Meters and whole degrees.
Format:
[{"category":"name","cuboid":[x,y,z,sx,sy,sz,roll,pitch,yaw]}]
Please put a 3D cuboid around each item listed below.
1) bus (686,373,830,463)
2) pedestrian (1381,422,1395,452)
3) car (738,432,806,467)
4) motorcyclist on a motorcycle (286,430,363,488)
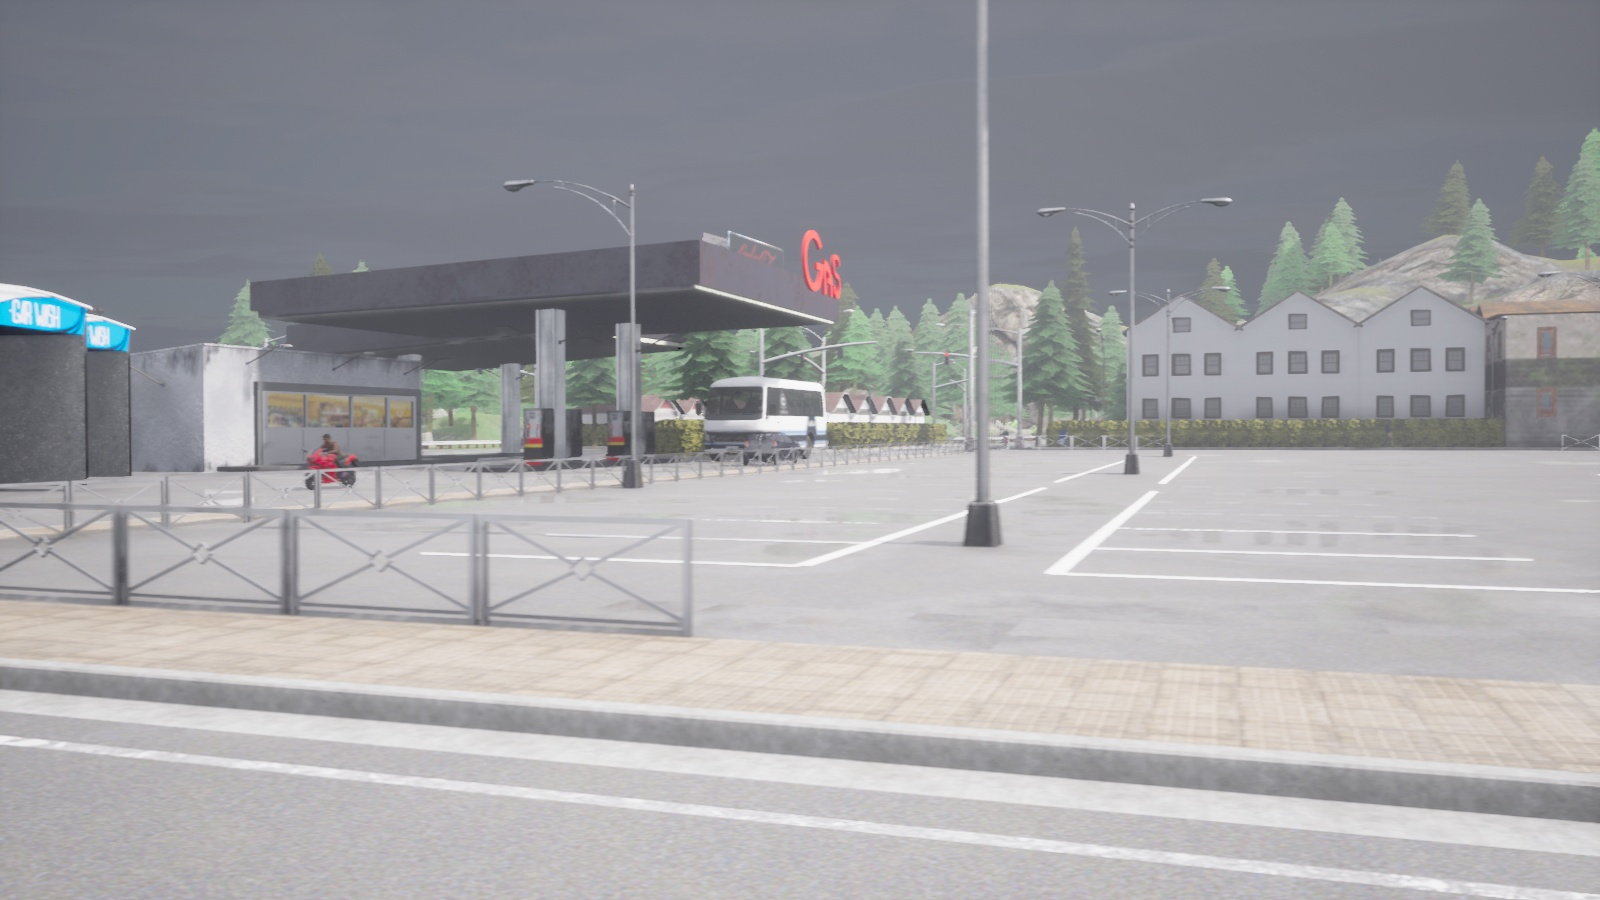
[{"category":"bus","cuboid":[-1.912,-1.594,64.716,3.944,4.253,10.273,1,1,19]},{"category":"pedestrian","cuboid":[35.602,-0.791,75.990,0.726,1.842,0.402,1,1,20]},{"category":"car","cuboid":[-1.217,-0.065,56.232,1.845,1.501,3.633,1,1,19]},{"category":"motorcyclist on a motorcycle","cuboid":[-12.824,0.217,33.945,0.797,1.523,2.044,1,1,19]}]
